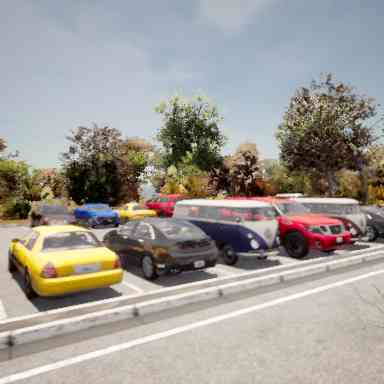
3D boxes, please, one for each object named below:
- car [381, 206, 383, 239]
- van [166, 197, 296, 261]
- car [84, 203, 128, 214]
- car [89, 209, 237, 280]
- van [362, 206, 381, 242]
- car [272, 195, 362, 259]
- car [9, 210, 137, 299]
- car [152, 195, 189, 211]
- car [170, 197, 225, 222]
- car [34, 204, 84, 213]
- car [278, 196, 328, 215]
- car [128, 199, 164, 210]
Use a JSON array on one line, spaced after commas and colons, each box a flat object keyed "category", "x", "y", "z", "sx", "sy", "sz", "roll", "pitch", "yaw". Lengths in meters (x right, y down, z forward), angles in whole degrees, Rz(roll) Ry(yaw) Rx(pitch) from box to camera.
[{"category": "car", "x": 7.886, "y": 1.501, "z": 16.653, "sx": 2.231, "sy": 1.521, "sz": 4.892, "roll": 0, "pitch": 0, "yaw": -35}, {"category": "van", "x": 1.133, "y": 1.286, "z": 11.740, "sx": 1.878, "sy": 1.987, "sz": 4.442, "roll": 0, "pitch": 0, "yaw": -35}, {"category": "car", "x": -6.499, "y": 1.512, "z": 22.513, "sx": 2.097, "sy": 1.535, "sz": 5.008, "roll": 0, "pitch": 0, "yaw": -35}, {"category": "car", "x": -1.202, "y": 1.517, "z": 10.223, "sx": 2.231, "sy": 1.521, "sz": 4.892, "roll": 0, "pitch": 0, "yaw": -35}, {"category": "van", "x": 5.576, "y": 1.278, "z": 14.884, "sx": 1.878, "sy": 1.987, "sz": 4.442, "roll": 0, "pitch": 0, "yaw": -35}, {"category": "car", "x": 3.354, "y": 1.257, "z": 13.420, "sx": 2.435, "sy": 2.045, "sz": 5.566, "roll": 0, "pitch": 0, "yaw": -35}, {"category": "car", "x": -3.585, "y": 1.516, "z": 8.772, "sx": 1.946, "sy": 1.575, "sz": 5.366, "roll": 0, "pitch": 0, "yaw": -35}, {"category": "car", "x": -2.068, "y": 1.253, "z": 25.676, "sx": 2.435, "sy": 2.045, "sz": 5.566, "roll": 0, "pitch": 0, "yaw": -35}, {"category": "car", "x": 0.342, "y": 1.374, "z": 27.308, "sx": 2.185, "sy": 1.767, "sz": 4.553, "roll": 0, "pitch": 0, "yaw": -35}, {"category": "car", "x": -8.753, "y": 1.546, "z": 20.874, "sx": 2.163, "sy": 1.488, "sz": 4.792, "roll": 0, "pitch": 0, "yaw": -35}, {"category": "car", "x": 11.709, "y": 1.353, "z": 35.351, "sx": 2.185, "sy": 1.767, "sz": 4.553, "roll": 0, "pitch": 0, "yaw": -35}, {"category": "car", "x": -4.432, "y": 1.505, "z": 24.196, "sx": 1.946, "sy": 1.575, "sz": 5.366, "roll": 0, "pitch": 0, "yaw": -35}]
